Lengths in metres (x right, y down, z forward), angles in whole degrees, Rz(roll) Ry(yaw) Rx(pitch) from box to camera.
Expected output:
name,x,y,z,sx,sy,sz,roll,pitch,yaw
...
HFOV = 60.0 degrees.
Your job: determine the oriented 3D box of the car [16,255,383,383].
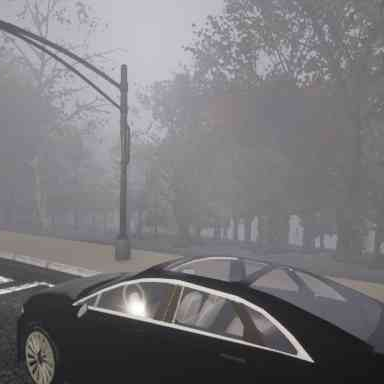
name,x,y,z,sx,sy,sz,roll,pitch,yaw
car,0.002,1.491,3.699,4.902,1.511,2.128,0,0,34
